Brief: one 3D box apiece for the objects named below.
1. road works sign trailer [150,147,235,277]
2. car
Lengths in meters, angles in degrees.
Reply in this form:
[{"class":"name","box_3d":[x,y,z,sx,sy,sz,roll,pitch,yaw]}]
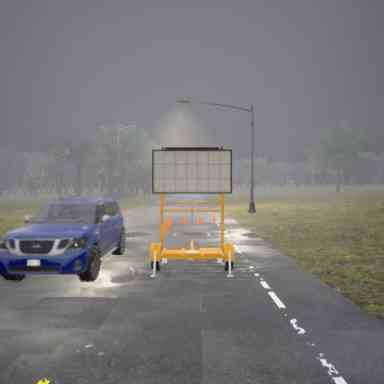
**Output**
[{"class":"road works sign trailer","box_3d":[0.006,0.446,10.160,2.380,3.560,2.880,0,0,0]},{"class":"car","box_3d":[-3.492,1.203,10.101,2.150,2.045,5.566,0,0,0]}]
